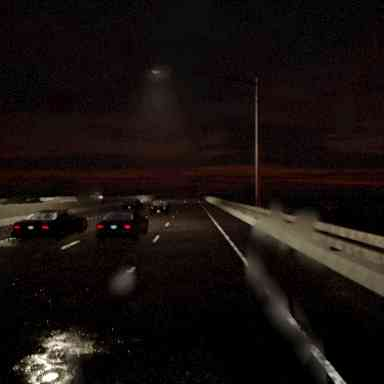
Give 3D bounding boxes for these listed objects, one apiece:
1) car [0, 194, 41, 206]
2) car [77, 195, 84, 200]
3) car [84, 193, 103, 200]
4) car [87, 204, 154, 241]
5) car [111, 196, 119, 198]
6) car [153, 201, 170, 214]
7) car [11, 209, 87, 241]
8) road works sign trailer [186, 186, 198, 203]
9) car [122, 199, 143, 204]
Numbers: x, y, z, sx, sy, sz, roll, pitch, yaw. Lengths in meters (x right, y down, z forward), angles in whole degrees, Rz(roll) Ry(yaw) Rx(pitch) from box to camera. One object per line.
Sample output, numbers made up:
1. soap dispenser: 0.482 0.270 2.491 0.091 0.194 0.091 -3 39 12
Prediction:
1. car: -17.588 1.281 34.317 2.150 2.045 5.566 0 0 0
2. car: -24.486 1.506 75.098 1.812 1.442 4.674 0 0 0
3. car: -20.987 1.279 72.012 2.150 2.045 5.566 0 0 0
4. car: -3.397 1.580 16.940 2.033 1.411 5.357 0 0 0
5. car: -17.486 1.541 75.482 1.895 1.301 4.718 0 0 0
6. car: -3.394 1.664 35.890 1.895 1.301 4.718 0 0 0
7. car: -6.897 1.579 16.740 2.033 1.411 5.357 0 0 0
8. road works sign trailer: 0.012 0.563 68.511 2.380 3.560 2.880 0 0 0
9. car: -6.892 1.545 38.964 1.882 1.535 5.008 0 0 0
